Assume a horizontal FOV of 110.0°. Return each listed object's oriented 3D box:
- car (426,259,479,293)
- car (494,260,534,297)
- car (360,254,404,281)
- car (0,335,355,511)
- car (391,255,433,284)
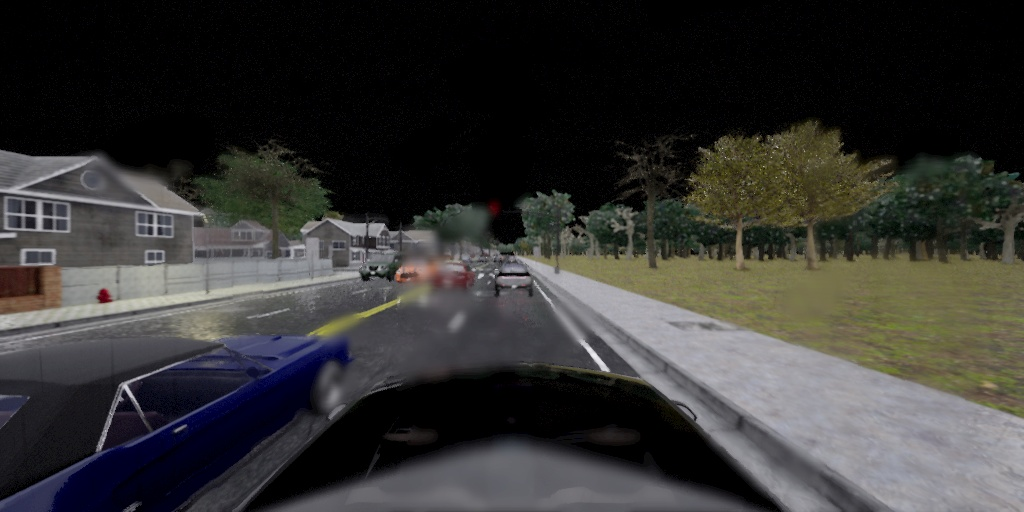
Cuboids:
[{"bbox_3d":[-3.144,1.131,20.028,1.882,1.535,5.008,0,0,0],"label":"car"},{"bbox_3d":[0.101,1.153,18.376,2.128,1.511,4.902,0,0,0],"label":"car"},{"bbox_3d":[-9.781,0.834,28.033,2.150,2.045,5.566,0,0,1],"label":"car"},{"bbox_3d":[-3.149,1.345,2.951,1.895,1.301,4.718,0,0,0],"label":"car"},{"bbox_3d":[-6.554,0.977,25.253,2.097,1.767,4.553,0,0,0],"label":"car"}]
